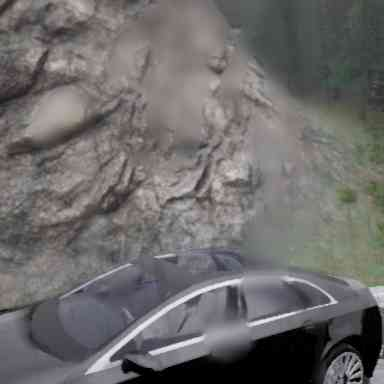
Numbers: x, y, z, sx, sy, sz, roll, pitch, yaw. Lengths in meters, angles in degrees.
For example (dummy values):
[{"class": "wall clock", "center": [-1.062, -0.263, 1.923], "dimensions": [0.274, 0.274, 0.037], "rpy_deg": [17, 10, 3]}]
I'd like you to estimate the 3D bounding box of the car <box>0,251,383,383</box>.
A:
[{"class": "car", "center": [-0.159, 1.438, 3.349], "dimensions": [4.902, 1.511, 2.128], "rpy_deg": [1, 1, -29]}]
